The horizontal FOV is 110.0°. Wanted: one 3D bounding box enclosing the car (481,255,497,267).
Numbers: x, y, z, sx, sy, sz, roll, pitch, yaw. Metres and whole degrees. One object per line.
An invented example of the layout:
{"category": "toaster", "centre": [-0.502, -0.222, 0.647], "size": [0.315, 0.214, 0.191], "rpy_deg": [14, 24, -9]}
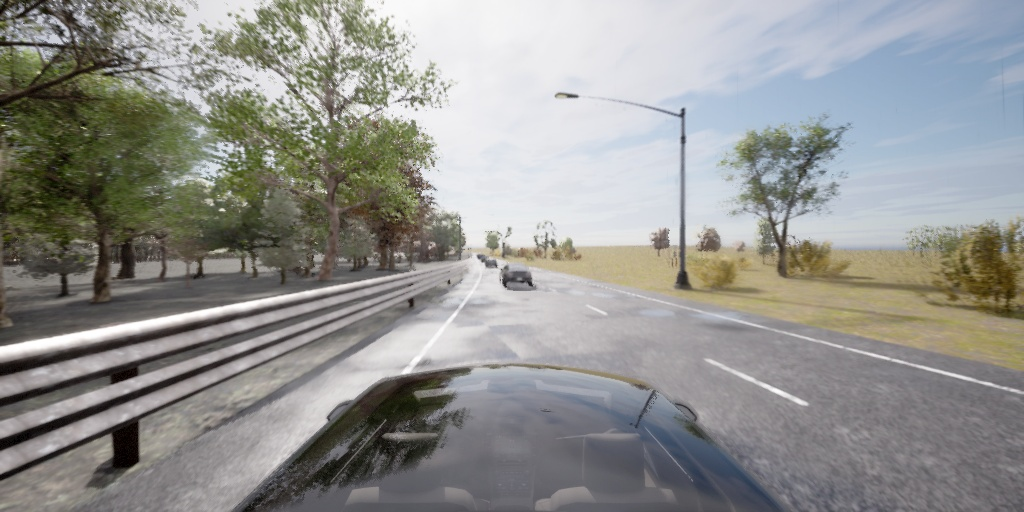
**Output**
{"category": "car", "centre": [-3.303, 0.966, 56.396], "size": [2.128, 1.511, 4.902], "rpy_deg": [0, 0, -6]}

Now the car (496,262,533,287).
{"category": "car", "centre": [0.205, 1.175, 23.302], "size": [1.812, 1.442, 4.674], "rpy_deg": [0, 0, -6]}
